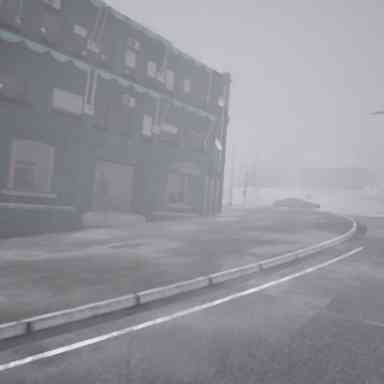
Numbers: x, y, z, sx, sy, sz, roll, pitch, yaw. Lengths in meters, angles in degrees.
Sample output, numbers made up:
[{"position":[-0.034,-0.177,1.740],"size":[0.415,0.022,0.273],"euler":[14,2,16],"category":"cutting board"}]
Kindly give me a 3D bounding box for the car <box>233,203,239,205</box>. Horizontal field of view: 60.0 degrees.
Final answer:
[{"position":[8.374,2.962,63.768],"size":[1.946,1.575,5.366],"euler":[2,-5,18],"category":"car"}]

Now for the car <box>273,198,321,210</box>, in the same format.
[{"position":[12.361,1.399,39.361],"size":[5.357,1.411,2.033],"euler":[0,-4,38],"category":"car"}]
